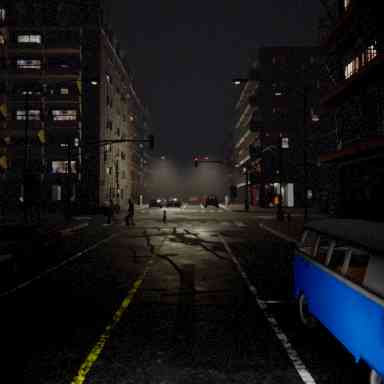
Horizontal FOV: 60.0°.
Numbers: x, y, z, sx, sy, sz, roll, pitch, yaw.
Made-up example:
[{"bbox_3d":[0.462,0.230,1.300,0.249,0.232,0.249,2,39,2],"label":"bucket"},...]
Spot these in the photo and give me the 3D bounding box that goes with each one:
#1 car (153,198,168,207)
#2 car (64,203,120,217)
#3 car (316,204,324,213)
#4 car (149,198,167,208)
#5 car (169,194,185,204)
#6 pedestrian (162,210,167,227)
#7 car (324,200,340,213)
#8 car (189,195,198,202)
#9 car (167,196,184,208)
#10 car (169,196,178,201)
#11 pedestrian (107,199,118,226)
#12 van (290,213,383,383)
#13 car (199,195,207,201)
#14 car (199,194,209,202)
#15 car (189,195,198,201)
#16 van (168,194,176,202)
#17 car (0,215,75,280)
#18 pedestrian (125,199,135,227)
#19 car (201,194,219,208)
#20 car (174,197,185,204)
[{"bbox_3d":[-5.058,1.612,53.609,1.947,1.339,4.313,1,0,0],"label":"car"},{"bbox_3d":[-9.041,1.621,30.352,4.718,1.301,1.895,0,-1,0],"label":"car"},{"bbox_3d":[14.999,1.494,33.135,5.008,1.535,1.882,0,-1,1],"label":"car"},{"bbox_3d":[-5.083,1.606,48.048,1.947,1.339,4.313,1,0,0],"label":"car"},{"bbox_3d":[-2.574,1.555,57.182,1.837,1.490,4.892,0,0,0],"label":"car"},{"bbox_3d":[-1.713,1.691,21.693,0.500,1.100,0.500,1,-1,0],"label":"pedestrian"},{"bbox_3d":[13.868,1.454,27.726,4.403,1.369,2.008,0,-1,0],"label":"car"},{"bbox_3d":[0.353,1.583,77.653,1.882,1.535,5.008,0,0,0],"label":"car"},{"bbox_3d":[-2.623,1.604,48.305,1.994,1.385,4.181,0,0,1],"label":"car"},{"bbox_3d":[-4.908,1.715,86.980,2.008,1.369,4.403,1,0,0],"label":"car"},{"bbox_3d":[-5.408,1.311,22.320,0.375,1.860,0.375,1,-1,0],"label":"pedestrian"},{"bbox_3d":[2.569,1.343,4.346,1.690,1.788,3.998,1,0,0],"label":"van"},{"bbox_3d":[2.973,1.605,86.980,1.967,1.590,4.097,1,0,0],"label":"car"},{"bbox_3d":[2.950,1.448,81.416,2.192,1.841,5.009,1,0,0],"label":"car"},{"bbox_3d":[0.400,1.527,88.078,2.128,1.511,4.902,0,0,0],"label":"car"},{"bbox_3d":[-4.929,1.473,81.416,1.690,1.788,3.998,1,0,0],"label":"van"},{"bbox_3d":[-5.257,1.588,9.968,1.802,1.307,4.206,1,0,0],"label":"car"},{"bbox_3d":[-3.942,1.310,21.113,0.375,1.860,0.375,1,-1,0],"label":"pedestrian"},{"bbox_3d":[2.802,1.355,48.058,2.192,1.841,5.009,1,0,0],"label":"car"},{"bbox_3d":[-2.468,1.640,67.682,1.994,1.385,4.181,0,0,1],"label":"car"}]
